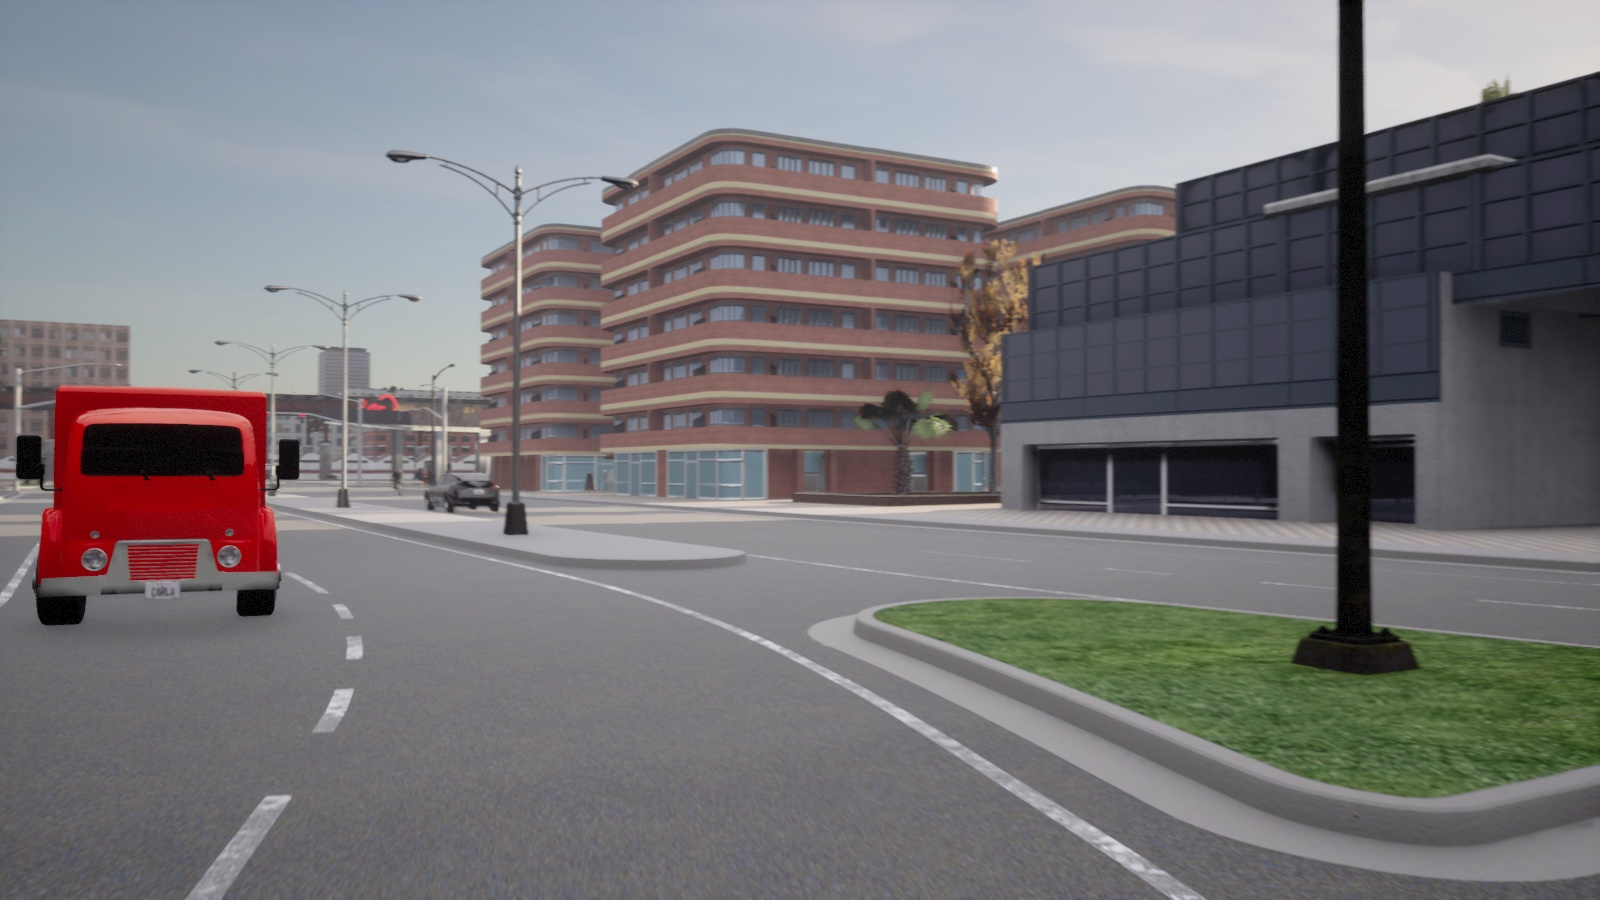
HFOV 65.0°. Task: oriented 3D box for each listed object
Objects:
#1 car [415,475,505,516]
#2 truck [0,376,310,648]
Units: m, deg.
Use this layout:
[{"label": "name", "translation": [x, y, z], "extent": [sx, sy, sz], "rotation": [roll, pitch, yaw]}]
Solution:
[{"label": "car", "translation": [-13.027, 1.694, 47.865], "extent": [2.163, 1.488, 4.792], "rotation": [0, -1, -30]}, {"label": "truck", "translation": [-7.288, 0.610, 14.318], "extent": [2.627, 2.467, 5.204], "rotation": [0, -1, -27]}]
